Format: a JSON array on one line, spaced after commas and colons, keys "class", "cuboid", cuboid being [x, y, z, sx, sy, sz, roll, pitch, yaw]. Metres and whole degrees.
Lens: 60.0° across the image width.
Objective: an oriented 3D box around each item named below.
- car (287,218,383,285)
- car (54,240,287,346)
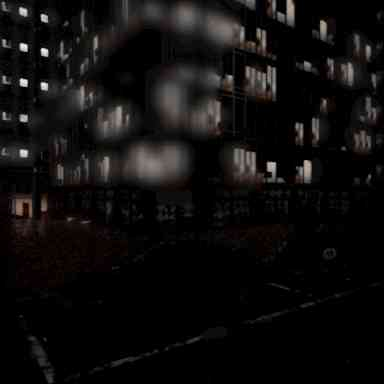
[{"class": "car", "cuboid": [4.278, 1.523, 9.621, 4.097, 1.590, 1.967, 1, -1, -35]}, {"class": "car", "cuboid": [-0.350, 1.612, 6.319, 4.206, 1.307, 1.802, 1, -1, -35]}]
